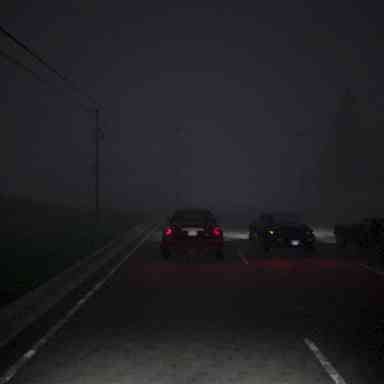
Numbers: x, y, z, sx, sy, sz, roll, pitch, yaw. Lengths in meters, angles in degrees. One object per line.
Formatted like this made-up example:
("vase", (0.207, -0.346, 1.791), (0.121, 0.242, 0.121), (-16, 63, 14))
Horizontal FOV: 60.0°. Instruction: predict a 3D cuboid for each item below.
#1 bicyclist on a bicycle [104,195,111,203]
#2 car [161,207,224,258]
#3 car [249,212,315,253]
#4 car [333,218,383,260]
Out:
("bicyclist on a bicycle", (-15.929, 1.307, 62.762), (0.582, 1.620, 1.656), (0, 0, 34))
("car", (0.042, 1.353, 12.871), (2.097, 1.767, 4.553), (0, 0, 1))
("car", (3.548, 1.527, 13.643), (1.812, 1.442, 4.674), (0, 0, 1))
("car", (7.035, 1.603, 12.351), (1.895, 1.301, 4.718), (0, 0, 1))
